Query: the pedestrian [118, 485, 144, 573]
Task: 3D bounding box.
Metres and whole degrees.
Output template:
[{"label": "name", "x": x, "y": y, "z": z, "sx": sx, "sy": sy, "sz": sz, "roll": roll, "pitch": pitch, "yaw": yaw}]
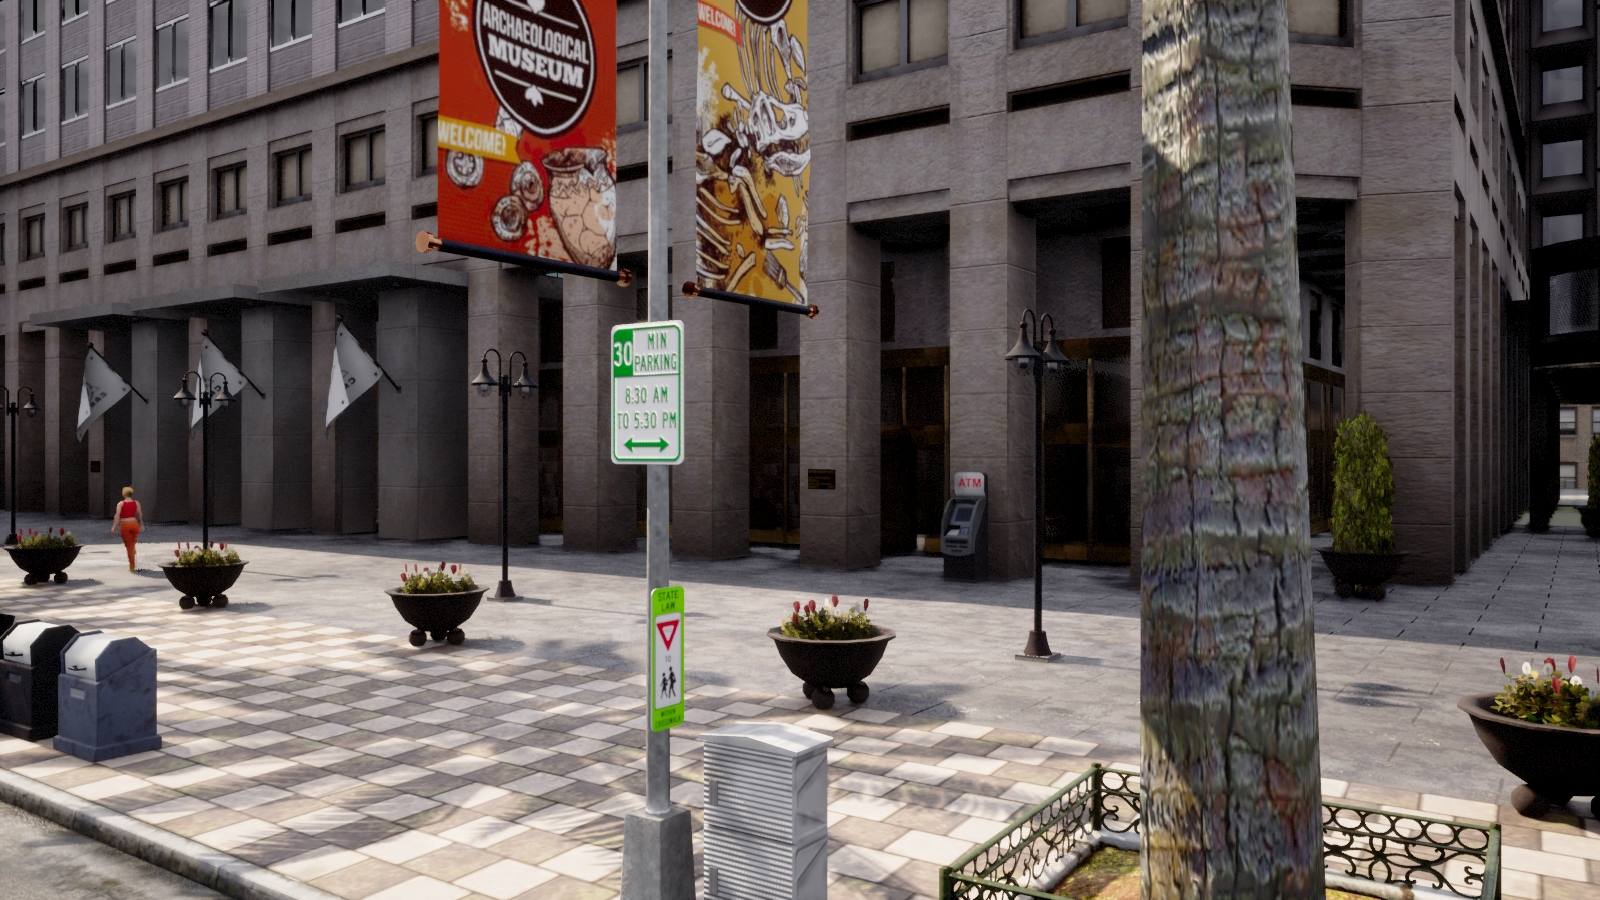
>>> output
[{"label": "pedestrian", "x": -14.456, "y": 1.704, "z": 24.696, "sx": 0.375, "sy": 1.860, "sz": 0.375, "roll": 0, "pitch": 0, "yaw": 39}]
